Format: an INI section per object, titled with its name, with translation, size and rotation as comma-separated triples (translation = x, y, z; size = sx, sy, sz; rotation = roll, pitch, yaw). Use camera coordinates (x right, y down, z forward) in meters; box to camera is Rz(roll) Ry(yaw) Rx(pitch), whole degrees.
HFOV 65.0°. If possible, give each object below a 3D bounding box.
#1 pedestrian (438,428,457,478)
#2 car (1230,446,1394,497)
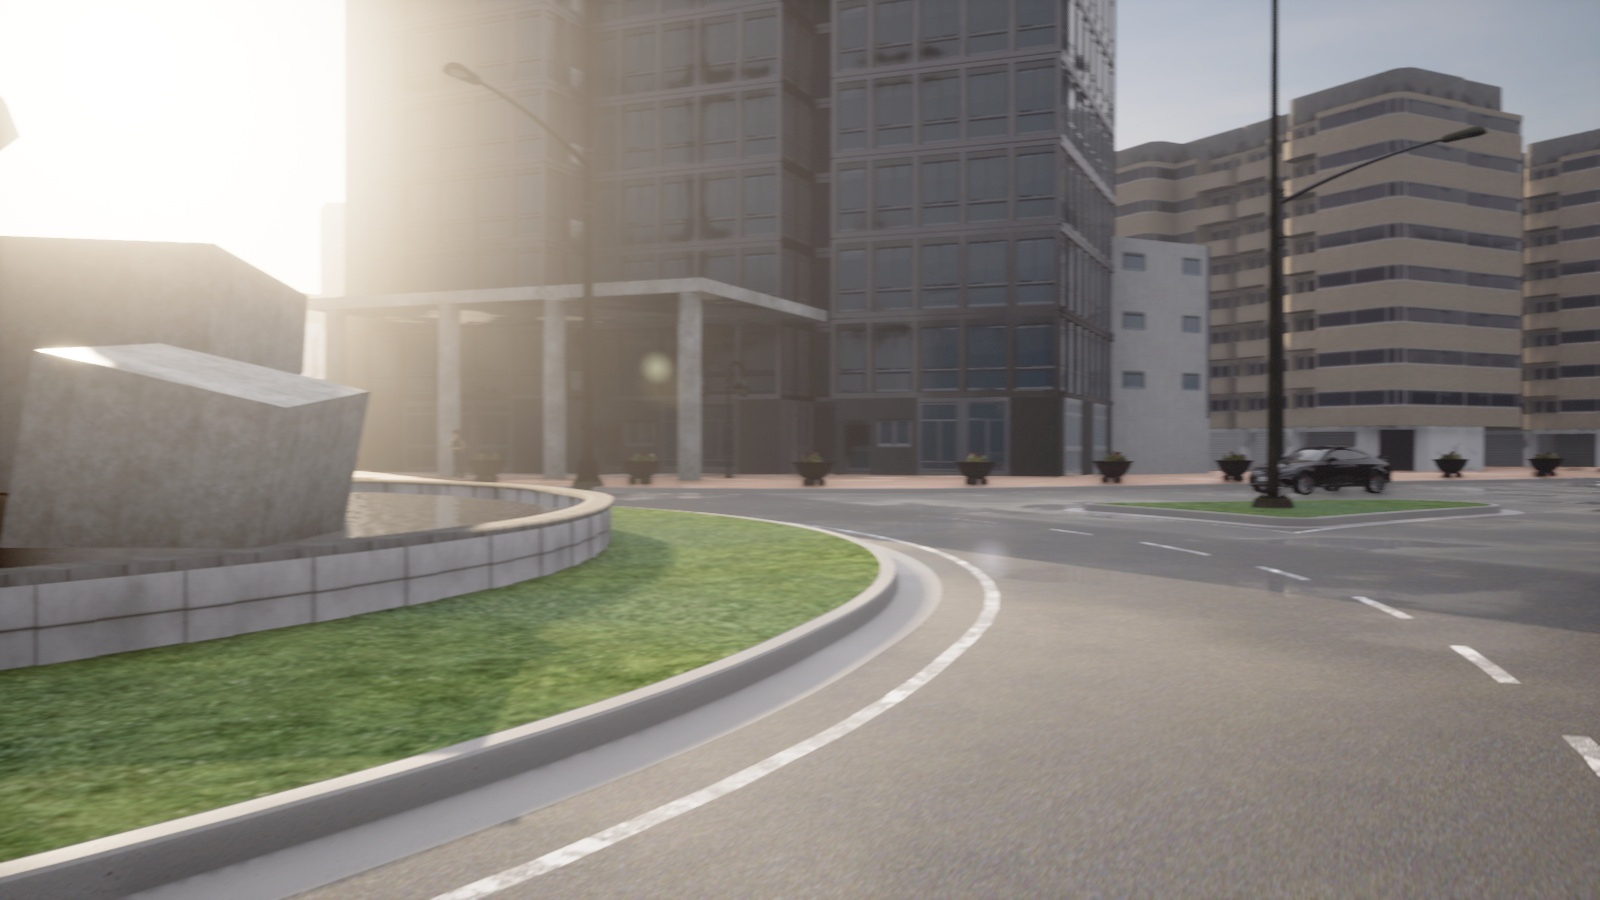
[pedestrian]
translation = -13.086, 0.105, 46.636
size = 0.594, 1.836, 0.345
rotation = 0, 0, 28
[car]
translation = 15.385, 0.617, 37.725
size = 4.674, 1.442, 1.812
rotation = 0, 0, -24
